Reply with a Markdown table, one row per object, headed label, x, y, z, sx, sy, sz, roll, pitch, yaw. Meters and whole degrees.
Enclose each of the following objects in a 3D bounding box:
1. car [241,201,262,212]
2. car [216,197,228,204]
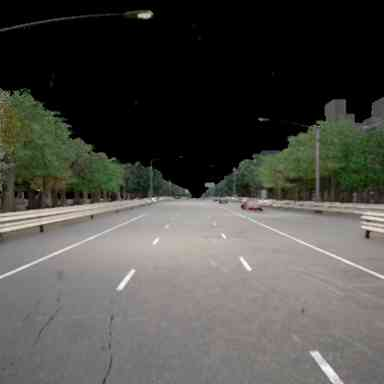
| label | x | y | z | sx | sy | sz | roll | pitch | yaw |
| --- | --- | --- | --- | --- | --- | --- | --- | --- | --- |
| car | 7.896 | 1.847 | 44.650 | 1.994 | 1.385 | 4.181 | 0 | 0 | -6 |
| car | 6.988 | 1.994 | 75.378 | 1.812 | 1.442 | 4.674 | 0 | 0 | 0 |
